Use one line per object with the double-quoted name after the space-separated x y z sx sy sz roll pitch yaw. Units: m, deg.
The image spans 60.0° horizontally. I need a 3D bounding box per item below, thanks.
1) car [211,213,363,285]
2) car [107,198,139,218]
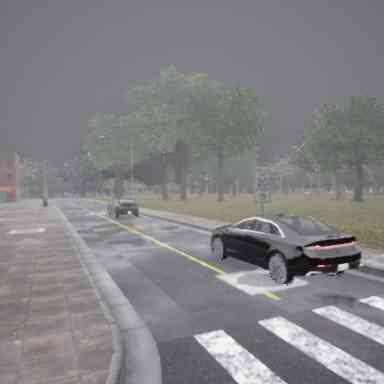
2.221 1.349 9.247 2.128 1.511 4.902 -2 1 -24 "car"
-5.709 1.282 27.352 1.837 1.490 4.892 -2 1 -24 "car"
